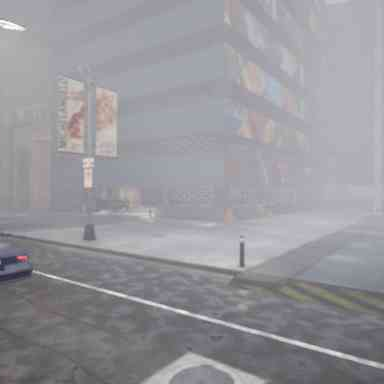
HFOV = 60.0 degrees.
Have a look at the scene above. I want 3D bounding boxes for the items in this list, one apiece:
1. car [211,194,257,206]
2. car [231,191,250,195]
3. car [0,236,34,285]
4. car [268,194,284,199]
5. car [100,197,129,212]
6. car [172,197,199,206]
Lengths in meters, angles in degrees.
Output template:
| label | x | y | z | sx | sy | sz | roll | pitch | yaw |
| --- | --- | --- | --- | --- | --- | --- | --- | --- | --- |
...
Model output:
| label | x | y | z | sx | sy | sz | roll | pitch | yaw |
| --- | --- | --- | --- | --- | --- | --- | --- | --- | --- |
| car | 3.862 | 1.209 | 29.928 | 4.674 | 1.452 | 2.002 | 1 | 0 | 35 |
| car | 8.654 | 0.818 | 58.407 | 5.566 | 2.045 | 2.435 | 1 | 0 | 35 |
| car | -6.061 | 1.474 | 8.190 | 5.357 | 1.411 | 2.033 | 1 | 0 | 35 |
| car | 22.713 | 1.207 | 91.225 | 4.892 | 1.521 | 2.231 | 1 | 0 | 35 |
| car | -8.464 | 1.211 | 33.647 | 4.786 | 1.482 | 2.161 | 1 | 0 | 35 |
| car | -1.398 | 1.262 | 42.856 | 4.718 | 1.301 | 1.895 | 1 | 0 | 35 |
